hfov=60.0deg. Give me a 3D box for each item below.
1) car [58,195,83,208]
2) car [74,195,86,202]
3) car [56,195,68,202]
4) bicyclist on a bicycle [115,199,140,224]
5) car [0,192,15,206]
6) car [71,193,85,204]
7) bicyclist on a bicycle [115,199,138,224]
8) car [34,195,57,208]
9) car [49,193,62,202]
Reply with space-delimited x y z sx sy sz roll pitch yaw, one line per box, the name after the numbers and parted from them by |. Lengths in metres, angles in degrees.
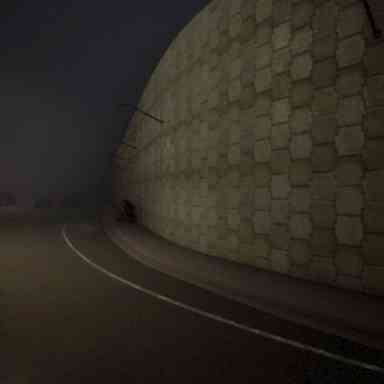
-17.001 1.521 46.757 2.033 1.411 5.357 1 0 -15 | car
-23.495 1.333 69.885 2.128 1.511 4.902 1 0 -15 | car
-26.877 1.370 68.981 1.895 1.301 4.718 1 0 -15 | car
-4.433 1.318 23.039 1.656 1.620 0.582 1 -2 -45 | bicyclist on a bicycle
-29.582 1.095 52.377 2.150 2.045 5.566 1 0 -15 | car
-20.732 1.196 59.898 2.150 2.045 5.566 1 0 -15 | car
-4.423 1.330 22.431 1.656 1.620 0.582 0 -2 14 | bicyclist on a bicycle
-20.345 1.488 45.734 2.033 1.411 5.357 1 0 -16 | car
-24.105 1.163 58.965 2.150 2.045 5.566 1 0 -15 | car
